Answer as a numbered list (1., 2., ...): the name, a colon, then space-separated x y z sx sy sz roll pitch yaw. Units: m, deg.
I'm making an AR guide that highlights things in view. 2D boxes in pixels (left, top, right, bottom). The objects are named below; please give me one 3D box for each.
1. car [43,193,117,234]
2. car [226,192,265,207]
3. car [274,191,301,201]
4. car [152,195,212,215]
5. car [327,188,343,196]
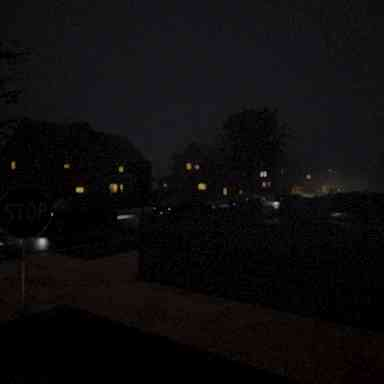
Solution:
1. car: -6.027 0.991 16.845 2.097 1.767 4.553 1 2 34
2. car: 5.418 0.720 33.012 2.033 1.411 5.357 1 2 36
3. car: 12.247 0.500 42.531 1.895 1.301 4.718 1 2 37
4. car: -0.567 0.962 24.600 2.033 1.411 5.357 1 2 35
5. car: 22.545 0.139 52.050 1.837 1.490 4.892 1 2 36
